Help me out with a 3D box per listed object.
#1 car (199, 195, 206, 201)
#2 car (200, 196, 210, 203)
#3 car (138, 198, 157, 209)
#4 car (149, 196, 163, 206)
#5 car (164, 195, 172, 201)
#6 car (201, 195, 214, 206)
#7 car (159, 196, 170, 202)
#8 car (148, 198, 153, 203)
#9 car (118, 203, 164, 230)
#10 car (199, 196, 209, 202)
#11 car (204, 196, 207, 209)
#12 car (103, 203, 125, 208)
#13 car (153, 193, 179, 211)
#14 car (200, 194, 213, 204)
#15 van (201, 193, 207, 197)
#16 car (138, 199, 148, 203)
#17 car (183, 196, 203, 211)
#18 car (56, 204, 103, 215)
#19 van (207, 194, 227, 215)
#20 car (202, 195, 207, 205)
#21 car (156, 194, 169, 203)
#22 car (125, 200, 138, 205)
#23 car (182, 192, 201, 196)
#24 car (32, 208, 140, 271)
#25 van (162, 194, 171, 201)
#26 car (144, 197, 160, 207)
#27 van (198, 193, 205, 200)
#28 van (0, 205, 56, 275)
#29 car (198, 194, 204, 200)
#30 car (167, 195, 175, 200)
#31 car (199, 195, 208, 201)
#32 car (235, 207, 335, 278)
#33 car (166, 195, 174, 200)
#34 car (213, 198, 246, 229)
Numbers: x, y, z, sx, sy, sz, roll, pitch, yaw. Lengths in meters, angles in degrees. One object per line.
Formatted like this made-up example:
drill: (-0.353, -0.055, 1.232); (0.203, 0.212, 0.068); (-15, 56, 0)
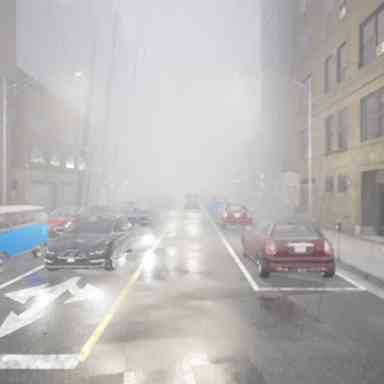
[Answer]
car: (2.587, 1.498, 83.808); (1.802, 1.307, 4.206); (0, 0, 0)
car: (2.603, 1.505, 66.801); (1.947, 1.339, 4.313); (0, 0, 0)
car: (-5.900, 1.533, 44.107); (1.947, 1.339, 4.313); (0, 0, 0)
car: (-5.911, 1.480, 55.273); (1.752, 1.417, 4.829); (0, 0, 0)
car: (-5.939, 1.444, 83.615); (1.752, 1.417, 4.829); (0, 0, 0)
car: (2.614, 1.393, 55.462); (1.967, 1.590, 4.097); (0, 0, 0)
car: (-5.928, 1.485, 72.448); (2.008, 1.369, 4.403); (0, 0, 0)
car: (-5.894, 1.499, 38.268); (1.752, 1.417, 4.829); (0, 0, 0)
car: (-3.109, 1.588, 21.195); (1.895, 1.301, 4.718); (0, 0, 0)
car: (2.597, 1.498, 72.470); (1.947, 1.339, 4.313); (0, 0, 0)
car: (2.631, 1.496, 38.623); (1.752, 1.417, 4.829); (0, 0, 0)
car: (-5.878, 1.553, 21.434); (1.947, 1.339, 4.313); (0, 0, 0)
car: (-3.084, 1.322, 39.849); (2.097, 1.767, 4.553); (0, 0, 0)
car: (2.608, 1.261, 61.131); (2.192, 1.841, 5.009); (0, 0, 0)
van: (2.620, 1.300, 49.792); (1.690, 1.788, 3.998); (0, 0, 0)
car: (-5.889, 1.544, 32.770); (1.947, 1.339, 4.313); (0, 0, 0)
car: (-0.037, 1.534, 40.498); (1.994, 1.385, 4.181); (0, 0, 0)
car: (-5.872, 1.431, 15.765); (1.967, 1.590, 4.097); (0, 0, 0)
van: (2.636, 1.317, 32.784); (1.690, 1.788, 3.998); (0, 0, 0)
car: (2.626, 1.516, 44.123); (2.008, 1.369, 4.403); (0, 0, 0)
car: (-5.923, 1.256, 66.780); (2.192, 1.841, 5.009); (0, 0, 0)
car: (-5.883, 1.565, 27.102); (1.802, 1.307, 4.206); (0, 0, 0)
car: (-0.047, 1.182, 50.684); (2.150, 2.045, 5.566); (0, 0, 0)
car: (-3.100, 1.499, 10.943); (1.837, 1.490, 4.892); (0, 0, 0)
van: (-5.934, 1.269, 78.116); (1.690, 1.788, 3.998); (0, 0, 0)
car: (-5.906, 1.506, 49.775); (1.887, 1.381, 4.507); (0, 0, 0)
van: (2.581, 1.246, 89.478); (1.690, 1.788, 3.998); (0, 0, 0)
van: (-5.867, 1.336, 10.097); (1.690, 1.788, 3.998); (0, 0, 0)
car: (2.575, 1.417, 95.318); (1.752, 1.417, 4.829); (0, 0, 0)
car: (-5.950, 1.445, 95.121); (2.008, 1.369, 4.403); (0, 0, 0)
car: (2.592, 1.476, 78.138); (2.008, 1.369, 4.403); (0, 0, 0)
car: (2.659, 1.433, 10.108); (1.967, 1.590, 4.097); (0, 0, 0)
car: (-5.945, 1.432, 89.284); (1.752, 1.417, 4.829); (0, 0, 0)
car: (2.648, 1.425, 21.446); (1.967, 1.590, 4.097); (0, 0, 0)
